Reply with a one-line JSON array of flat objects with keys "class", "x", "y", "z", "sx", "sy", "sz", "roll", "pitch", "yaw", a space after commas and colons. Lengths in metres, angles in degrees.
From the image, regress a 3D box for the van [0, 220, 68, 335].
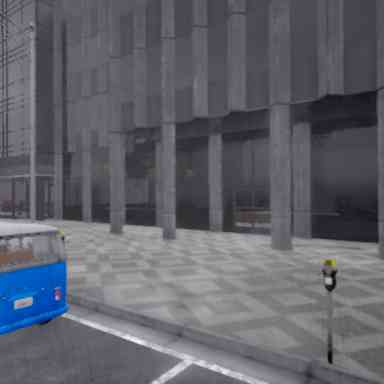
[{"class": "van", "x": -3.943, "y": 1.385, "z": 5.906, "sx": 3.998, "sy": 1.788, "sz": 1.690, "roll": 0, "pitch": 0, "yaw": 36}]
